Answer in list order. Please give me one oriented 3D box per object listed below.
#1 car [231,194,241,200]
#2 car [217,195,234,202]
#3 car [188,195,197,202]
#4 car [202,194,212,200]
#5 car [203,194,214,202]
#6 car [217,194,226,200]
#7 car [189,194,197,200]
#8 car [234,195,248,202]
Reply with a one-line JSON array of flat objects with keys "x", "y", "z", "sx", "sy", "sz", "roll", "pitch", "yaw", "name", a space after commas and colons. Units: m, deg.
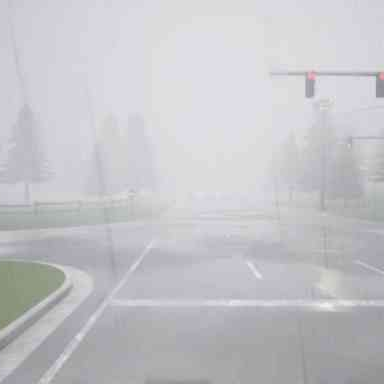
[{"x": 10.695, "y": 1.282, "z": 81.363, "sx": 1.895, "sy": 1.301, "sz": 4.718, "roll": 0, "pitch": 0, "yaw": 0, "name": "car"}, {"x": 7.170, "y": 1.390, "z": 70.921, "sx": 2.128, "sy": 1.511, "sz": 4.902, "roll": 0, "pitch": 0, "yaw": 0, "name": "car"}, {"x": 0.170, "y": 1.390, "z": 70.938, "sx": 2.128, "sy": 1.511, "sz": 4.902, "roll": 0, "pitch": 0, "yaw": 0, "name": "car"}, {"x": 3.695, "y": 1.212, "z": 81.349, "sx": 2.128, "sy": 1.511, "sz": 4.902, "roll": 0, "pitch": 0, "yaw": 0, "name": "car"}, {"x": 3.670, "y": 1.343, "z": 70.930, "sx": 1.882, "sy": 1.535, "sz": 5.008, "roll": 0, "pitch": 0, "yaw": 0, "name": "car"}, {"x": 7.195, "y": 1.282, "z": 81.371, "sx": 1.895, "sy": 1.301, "sz": 4.718, "roll": 0, "pitch": 0, "yaw": 0, "name": "car"}, {"x": 0.195, "y": 1.282, "z": 81.388, "sx": 1.895, "sy": 1.301, "sz": 4.718, "roll": 0, "pitch": 0, "yaw": 0, "name": "car"}, {"x": 10.670, "y": 1.405, "z": 70.913, "sx": 2.033, "sy": 1.411, "sz": 5.357, "roll": 0, "pitch": 0, "yaw": 0, "name": "car"}]
